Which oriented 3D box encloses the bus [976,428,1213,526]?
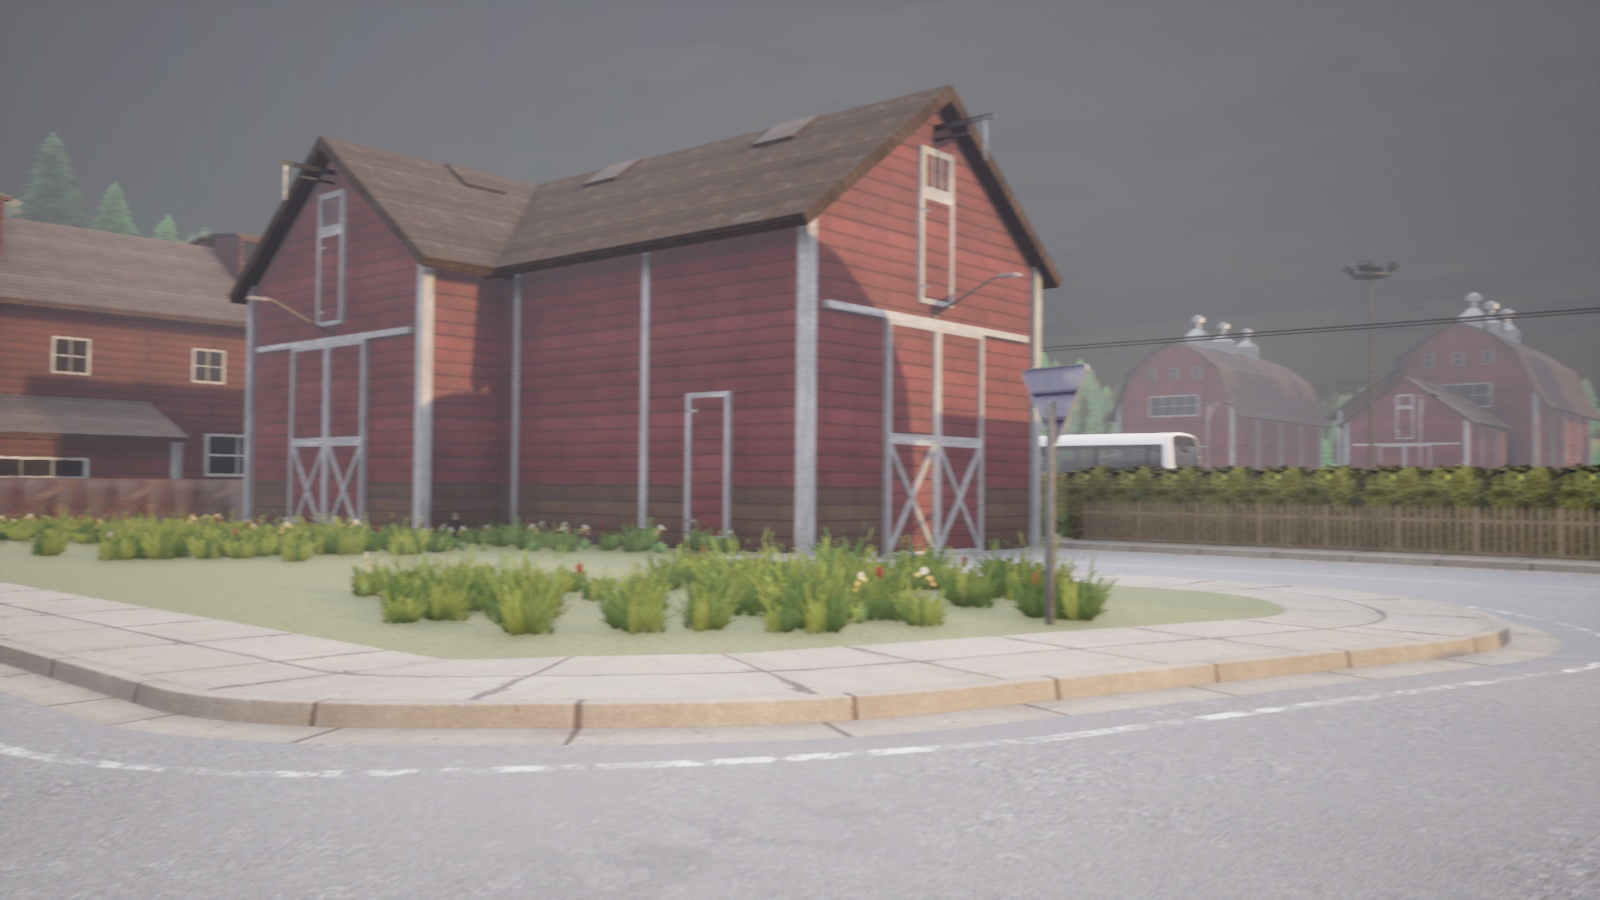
[{"bbox_3d":[13.729,1.302,59.378,10.273,4.253,3.944,-1,-2,42],"label":"bus"}]
